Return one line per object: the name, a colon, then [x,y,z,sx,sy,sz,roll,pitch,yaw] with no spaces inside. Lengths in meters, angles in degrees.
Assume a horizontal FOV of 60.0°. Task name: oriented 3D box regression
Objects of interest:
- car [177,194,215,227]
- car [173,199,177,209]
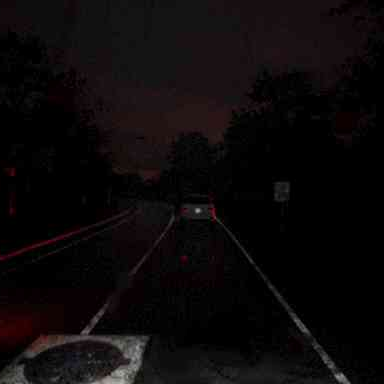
car: [0.324,1.152,22.301,2.150,2.045,5.566,0,0,-1]
car: [-1.200,1.370,41.612,2.128,1.511,4.902,1,0,-8]
